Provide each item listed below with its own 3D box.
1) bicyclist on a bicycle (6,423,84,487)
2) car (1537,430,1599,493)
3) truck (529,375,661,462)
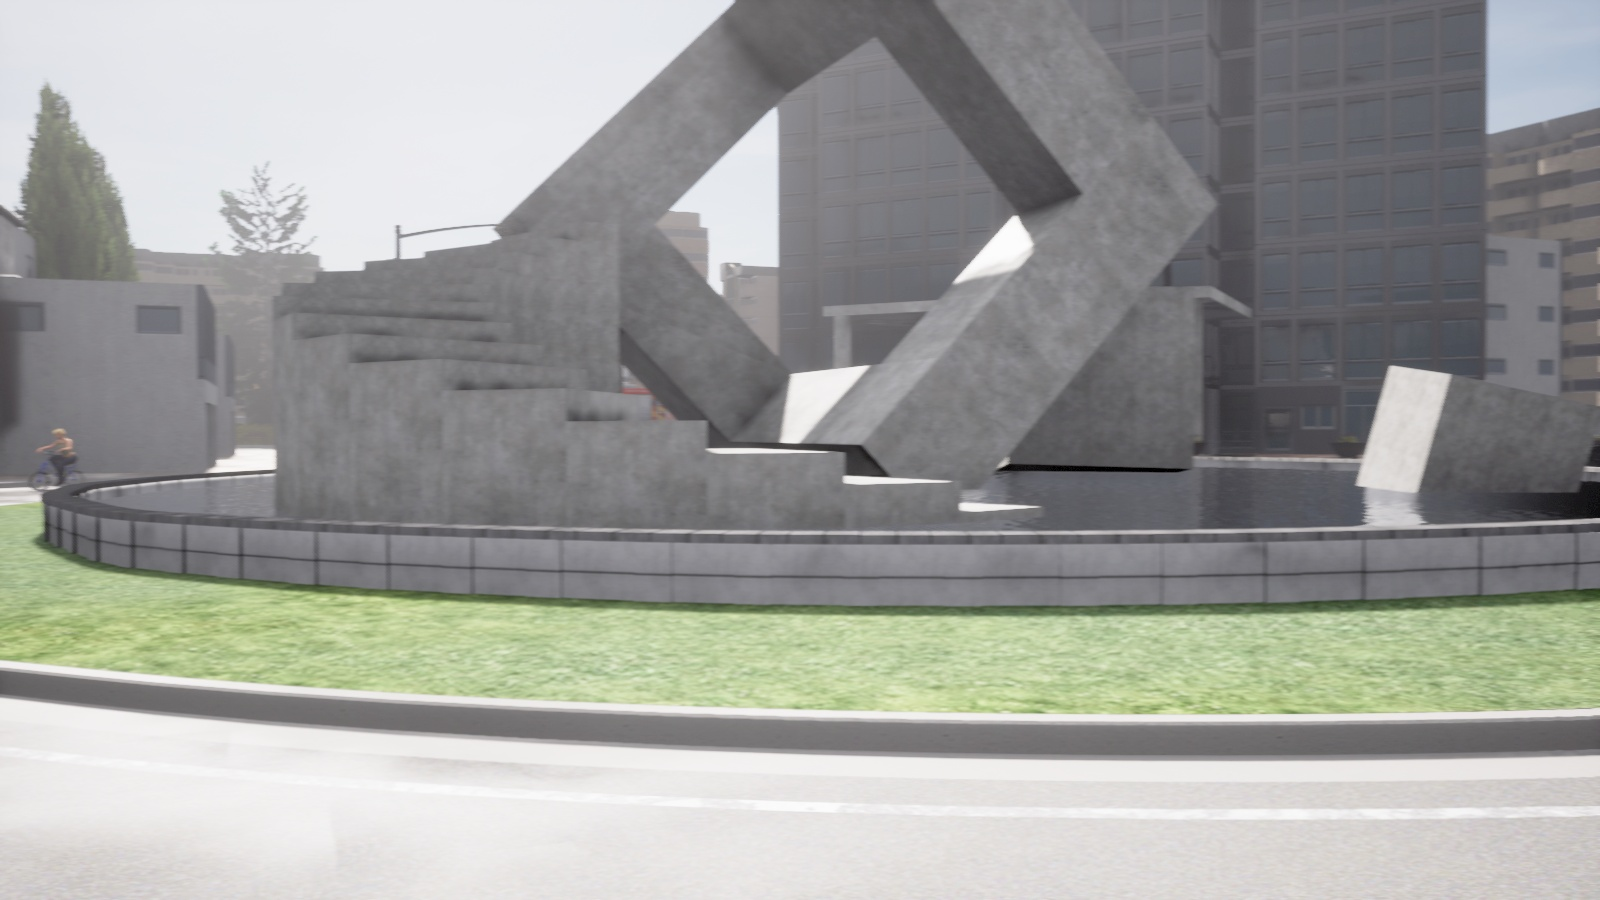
[{"bbox_3d":[-19.464,0.106,32.393,0.866,1.612,1.509,1,1,24],"label":"bicyclist on a bicycle"},{"bbox_3d":[20.414,0.288,29.831,2.128,1.511,4.902,0,1,-16],"label":"car"},{"bbox_3d":[-9.843,-1.467,59.397,2.891,3.827,8.468,-1,1,-34],"label":"truck"}]
